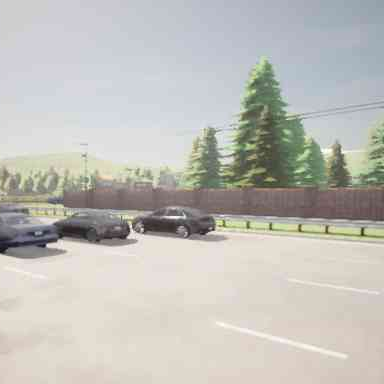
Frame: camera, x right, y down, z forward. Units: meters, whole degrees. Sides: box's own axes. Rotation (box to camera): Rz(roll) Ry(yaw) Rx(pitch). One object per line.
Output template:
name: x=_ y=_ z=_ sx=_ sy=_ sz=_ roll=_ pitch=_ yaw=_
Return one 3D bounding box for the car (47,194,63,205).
car: x=-22.577 y=1.340 z=58.784 sx=5.566 sy=2.045 sz=2.150 roll=0 pitch=0 yaw=-29

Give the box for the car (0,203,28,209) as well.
car: x=-15.895 y=1.614 z=28.212 sx=5.357 sy=1.411 sz=2.033 roll=0 pitch=0 yaw=36

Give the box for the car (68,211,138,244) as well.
car: x=-4.963 y=1.594 z=16.115 sx=4.181 sy=1.385 sz=1.994 roll=0 pitch=0 yaw=36

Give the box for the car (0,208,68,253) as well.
car: x=-7.734 y=1.580 z=13.798 sx=5.357 sy=1.411 sz=2.033 roll=0 pitch=0 yaw=36

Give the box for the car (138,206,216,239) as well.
car: x=-1.059 y=1.532 z=17.626 sx=4.892 sy=1.490 sz=1.837 roll=0 pitch=0 yaw=36
